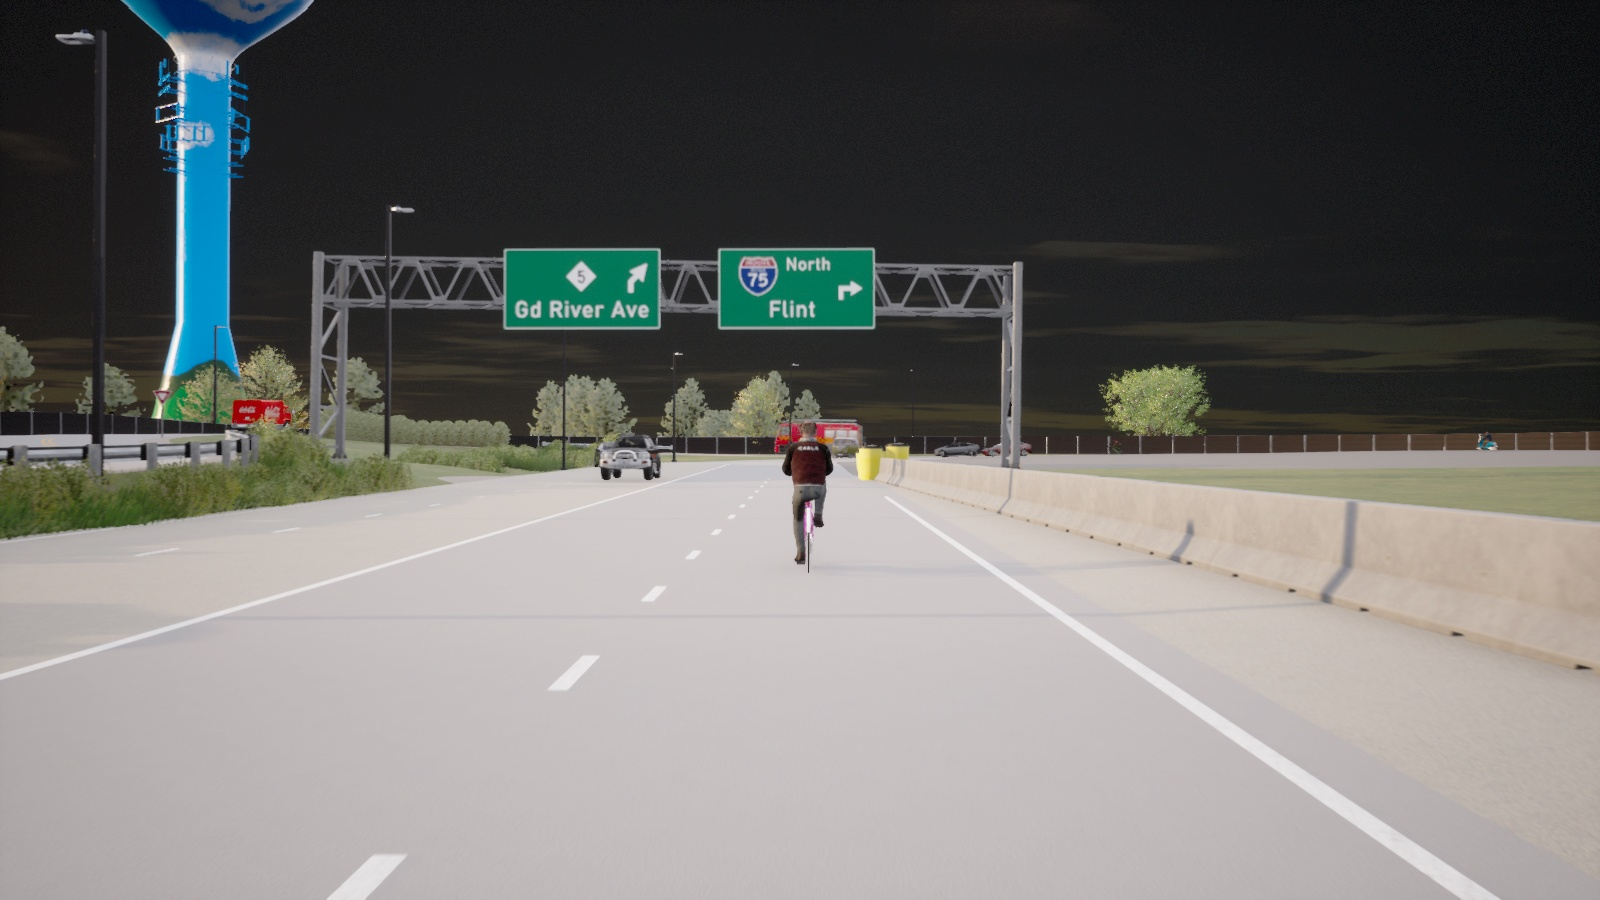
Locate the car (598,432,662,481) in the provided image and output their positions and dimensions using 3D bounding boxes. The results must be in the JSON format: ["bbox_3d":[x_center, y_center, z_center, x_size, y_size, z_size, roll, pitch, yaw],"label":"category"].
[{"bbox_3d":[-6.696,0.246,49.944,1.932,1.855,4.605,0,0,0],"label":"car"}]

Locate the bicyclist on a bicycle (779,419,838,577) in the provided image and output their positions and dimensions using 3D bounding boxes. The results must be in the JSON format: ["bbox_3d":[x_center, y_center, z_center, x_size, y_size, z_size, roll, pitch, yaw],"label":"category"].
[{"bbox_3d":[0.101,0.533,15.004,0.659,1.776,1.843,0,1,0],"label":"bicyclist on a bicycle"}]

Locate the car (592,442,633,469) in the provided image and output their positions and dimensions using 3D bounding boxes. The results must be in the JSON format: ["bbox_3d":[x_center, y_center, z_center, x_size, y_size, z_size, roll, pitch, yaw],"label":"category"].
[{"bbox_3d":[-10.709,0.292,71.618,1.845,1.501,3.633,0,0,-17],"label":"car"}]
